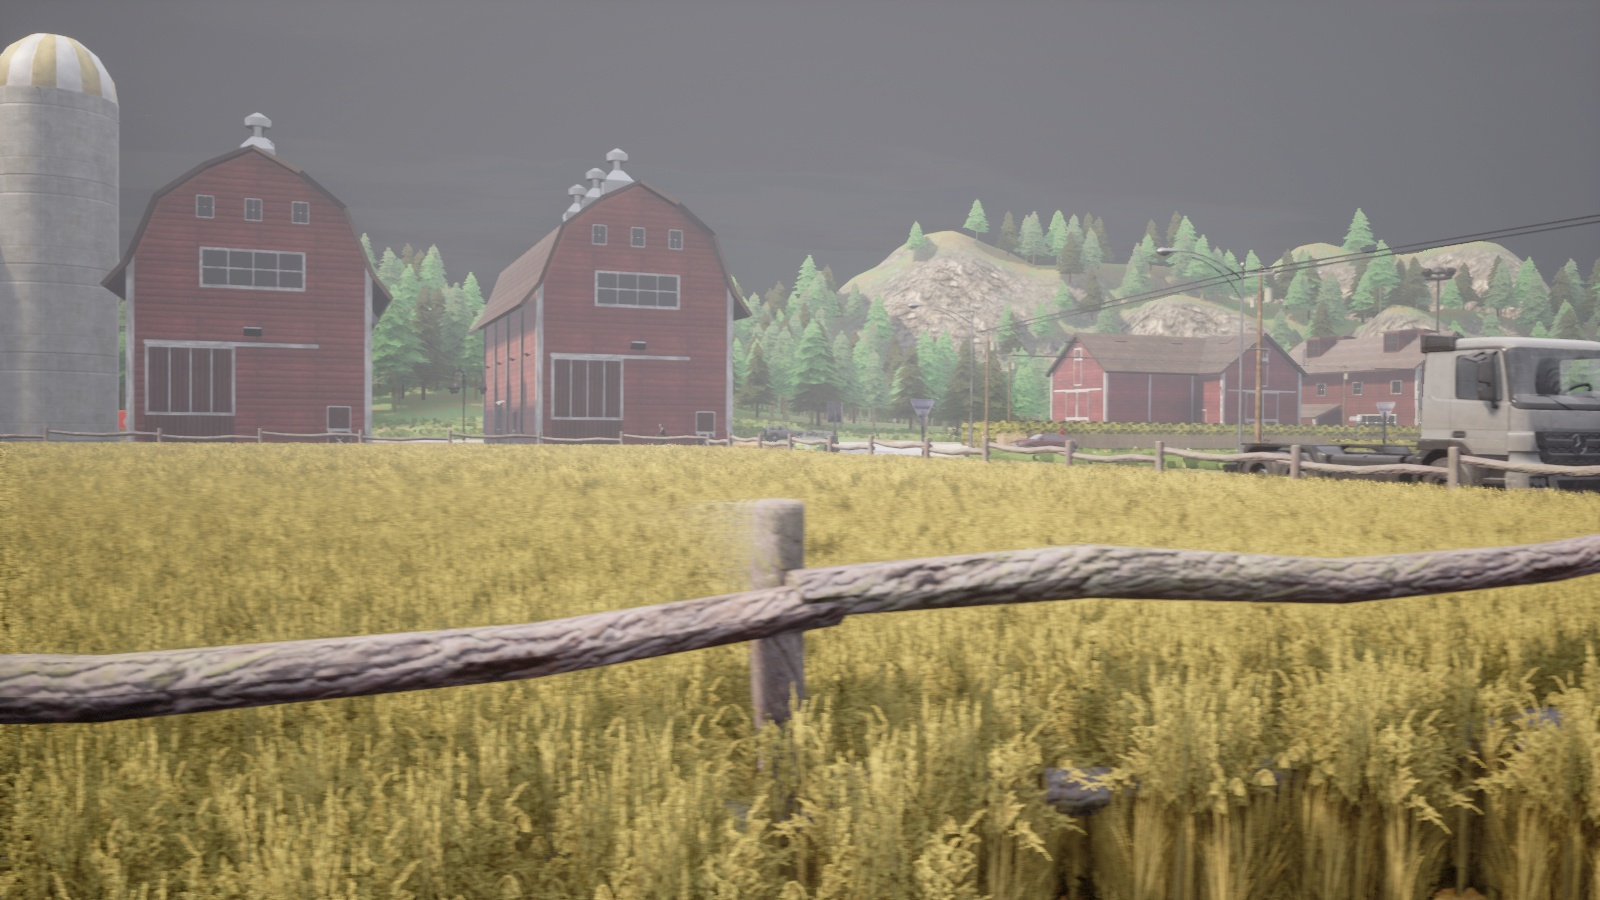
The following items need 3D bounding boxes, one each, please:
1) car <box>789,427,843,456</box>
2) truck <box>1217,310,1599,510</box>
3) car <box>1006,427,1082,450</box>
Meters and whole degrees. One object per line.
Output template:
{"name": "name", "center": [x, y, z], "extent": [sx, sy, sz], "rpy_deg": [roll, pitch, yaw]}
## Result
{"name": "car", "center": [0.959, -0.508, 71.867], "extent": [2.007, 1.525, 4.514], "rpy_deg": [0, 1, 15]}
{"name": "truck", "center": [12.452, -0.763, 25.934], "extent": [2.891, 3.462, 7.936], "rpy_deg": [-1, 1, -21]}
{"name": "car", "center": [16.333, -0.779, 84.112], "extent": [4.674, 1.442, 1.812], "rpy_deg": [-1, 1, -16]}
